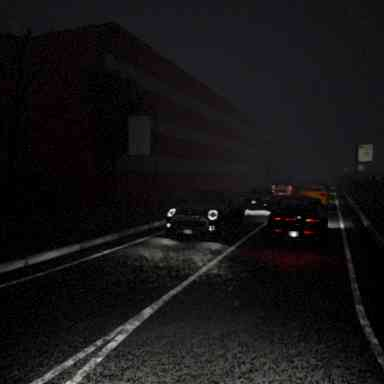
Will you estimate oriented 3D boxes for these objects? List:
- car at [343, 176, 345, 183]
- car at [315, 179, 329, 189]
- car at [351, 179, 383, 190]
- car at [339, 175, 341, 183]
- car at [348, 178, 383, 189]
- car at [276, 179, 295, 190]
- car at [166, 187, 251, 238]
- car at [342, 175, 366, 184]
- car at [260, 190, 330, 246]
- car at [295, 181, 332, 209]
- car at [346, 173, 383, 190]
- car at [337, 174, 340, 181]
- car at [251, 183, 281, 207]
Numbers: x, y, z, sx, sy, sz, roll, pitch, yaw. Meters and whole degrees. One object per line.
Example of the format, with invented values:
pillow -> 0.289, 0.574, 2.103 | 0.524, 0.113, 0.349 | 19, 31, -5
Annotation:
car -> 29.076, -1.657, 57.115 | 4.674, 1.452, 2.002 | 1, 4, 22
car -> 19.907, -1.206, 50.858 | 1.994, 1.385, 4.181 | 1, 4, 22
car -> 24.900, -1.068, 46.626 | 4.674, 1.452, 2.002 | 1, 3, 22
car -> 33.416, -2.292, 67.533 | 5.366, 1.575, 1.946 | 1, 4, 22
car -> 25.941, -1.254, 49.249 | 5.008, 1.535, 2.097 | 1, 3, 22
car -> 9.539, -0.501, 34.598 | 2.097, 1.767, 4.553 | 1, 3, 23
car -> 0.716, 0.658, 13.424 | 2.097, 1.767, 4.553 | 1, 4, 23
car -> 35.358, -2.715, 72.827 | 4.553, 1.767, 2.185 | 1, 4, 22
car -> 3.947, 0.887, 12.145 | 1.837, 1.490, 4.892 | 1, 3, 22
car -> 8.792, 0.217, 23.872 | 1.882, 1.535, 5.008 | 1, 4, 23
car -> 23.834, -1.215, 43.998 | 5.566, 2.045, 2.435 | 1, 3, 22
car -> 34.114, -2.449, 70.292 | 5.366, 1.575, 1.946 | 1, 4, 22
car -> 4.595, 0.360, 22.735 | 1.994, 1.385, 4.181 | 1, 3, 22
